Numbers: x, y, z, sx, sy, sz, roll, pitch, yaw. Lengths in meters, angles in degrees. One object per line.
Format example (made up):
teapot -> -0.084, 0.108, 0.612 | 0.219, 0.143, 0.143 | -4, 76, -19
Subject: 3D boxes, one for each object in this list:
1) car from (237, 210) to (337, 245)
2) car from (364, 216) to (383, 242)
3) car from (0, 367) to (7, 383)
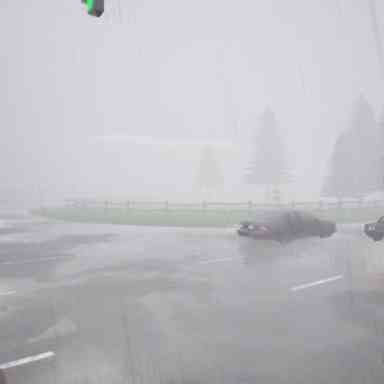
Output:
car -> 4.552, 1.545, 15.588 | 5.357, 1.411, 2.033 | 0, 0, -35
car -> 9.903, 1.597, 15.105 | 4.718, 1.301, 1.895 | 0, 0, -35
car -> -3.375, 1.526, 1.339 | 4.674, 1.442, 1.812 | 0, 0, -35
